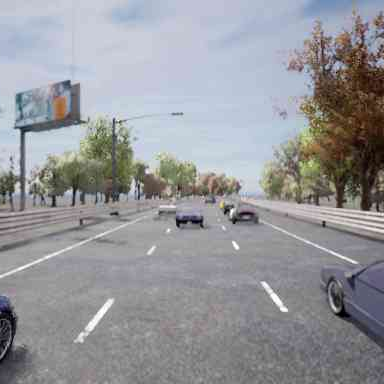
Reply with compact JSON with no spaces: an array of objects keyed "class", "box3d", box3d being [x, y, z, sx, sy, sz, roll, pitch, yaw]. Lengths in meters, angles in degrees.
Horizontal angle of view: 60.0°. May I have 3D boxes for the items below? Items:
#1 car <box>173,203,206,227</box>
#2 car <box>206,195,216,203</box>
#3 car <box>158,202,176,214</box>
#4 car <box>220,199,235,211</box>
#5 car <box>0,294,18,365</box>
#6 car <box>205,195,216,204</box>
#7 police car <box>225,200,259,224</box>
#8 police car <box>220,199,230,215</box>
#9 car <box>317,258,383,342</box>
[{"class":"car","box3d":[-0.043,1.746,24.150,1.895,1.301,4.718,0,0,3]},{"class":"car","box3d":[4.979,1.822,86.706,2.150,2.045,5.566,0,0,7]},{"class":"car","box3d":[-2.519,1.811,37.397,1.895,1.301,4.718,1,0,3]},{"class":"car","box3d":[5.060,1.784,47.975,1.882,1.535,5.008,0,0,4]},{"class":"car","box3d":[-3.404,1.542,2.806,1.812,1.442,4.674,0,-1,0]},{"class":"car","box3d":[3.977,2.047,77.400,1.812,1.442,4.674,0,0,6]},{"class":"police car","box3d":[3.985,1.663,26.247,2.038,1.542,4.974,0,0,2]},{"class":"police car","box3d":[4.452,1.656,37.225,1.930,1.638,5.238,0,0,3]},{"class":"car","box3d":[3.517,1.574,4.497,2.033,1.411,5.357,0,0,0]}]
